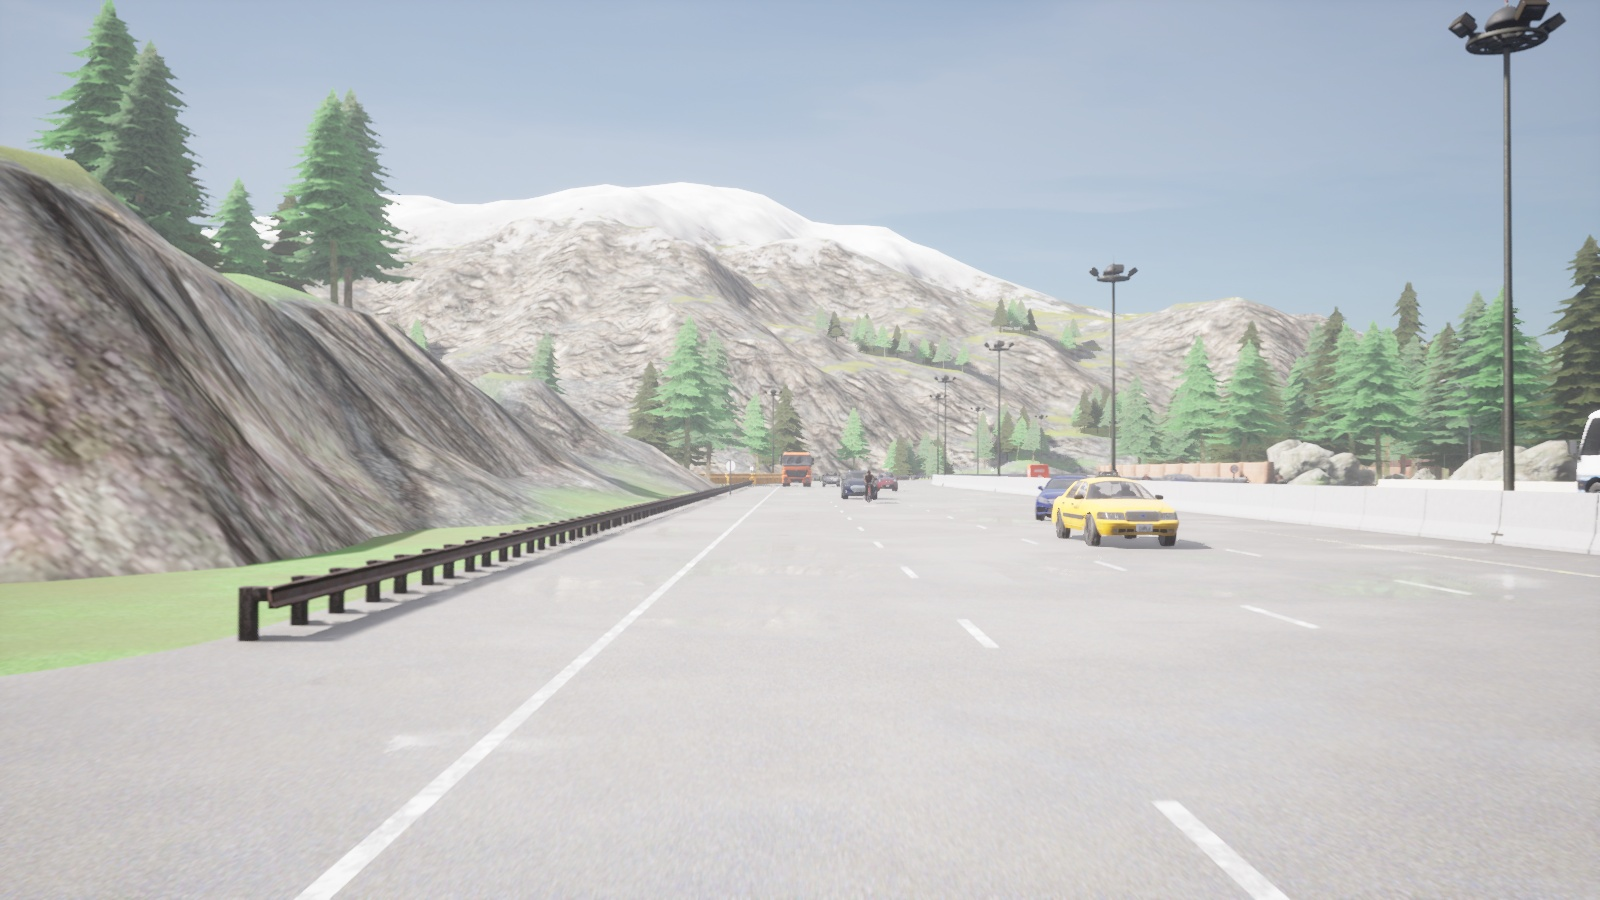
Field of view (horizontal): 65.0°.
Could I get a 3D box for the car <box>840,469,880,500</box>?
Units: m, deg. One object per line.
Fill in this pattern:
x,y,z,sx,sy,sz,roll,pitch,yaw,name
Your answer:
3.329,1.916,70.735,2.033,1.649,4.856,0,-1,0,car

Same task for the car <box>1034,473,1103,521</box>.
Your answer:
8.823,1.493,41.088,1.812,1.442,4.674,-1,-1,17,car

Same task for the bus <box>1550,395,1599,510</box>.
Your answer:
31.388,0.050,44.077,3.944,4.253,10.273,0,-1,0,bus

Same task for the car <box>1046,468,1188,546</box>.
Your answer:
6.932,1.196,28.105,1.801,1.575,5.366,0,-1,0,car

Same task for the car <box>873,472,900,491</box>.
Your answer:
6.763,2.447,98.299,1.845,1.501,3.633,0,-1,0,car

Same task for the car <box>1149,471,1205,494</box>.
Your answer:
24.304,2.077,81.198,2.163,1.488,4.792,0,-1,0,car
